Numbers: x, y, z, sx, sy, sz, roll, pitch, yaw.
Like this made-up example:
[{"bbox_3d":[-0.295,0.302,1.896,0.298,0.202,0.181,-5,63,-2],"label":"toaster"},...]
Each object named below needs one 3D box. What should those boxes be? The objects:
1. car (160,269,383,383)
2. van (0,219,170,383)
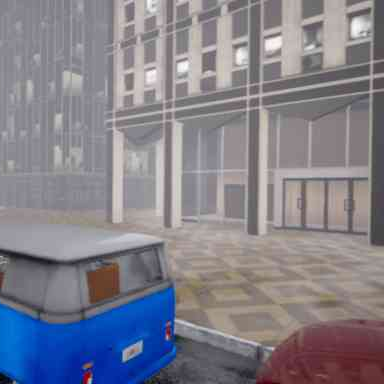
[{"bbox_3d":[2.534,1.322,1.053,5.009,1.841,2.192,0,1,36],"label":"car"},{"bbox_3d":[-2.092,1.323,4.356,3.998,1.788,1.690,0,1,36],"label":"van"}]
